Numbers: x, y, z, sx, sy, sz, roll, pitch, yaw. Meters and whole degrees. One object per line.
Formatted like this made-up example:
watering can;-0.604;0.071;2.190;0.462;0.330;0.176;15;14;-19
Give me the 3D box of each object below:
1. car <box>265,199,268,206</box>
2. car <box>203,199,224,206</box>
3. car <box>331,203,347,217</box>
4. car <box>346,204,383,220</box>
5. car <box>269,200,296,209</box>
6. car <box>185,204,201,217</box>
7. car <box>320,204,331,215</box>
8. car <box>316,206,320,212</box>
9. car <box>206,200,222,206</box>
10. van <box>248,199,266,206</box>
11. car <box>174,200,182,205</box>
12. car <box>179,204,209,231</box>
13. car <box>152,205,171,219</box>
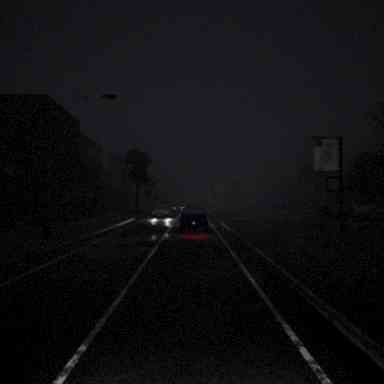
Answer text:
car;18.720;2.708;70.983;4.674;1.452;2.002;0;-1;0
car;6.136;3.176;92.326;5.366;1.575;1.946;0;-2;0
car;18.726;2.086;36.933;5.008;1.535;2.097;0;-1;0
car;18.715;2.072;33.784;4.674;1.452;2.002;0;-1;0
car;18.789;2.486;67.816;4.553;1.767;2.185;0;-1;0
car;0.120;2.214;41.518;1.837;1.490;4.892;0;-1;0
car;18.719;2.143;40.206;4.892;1.521;2.231;0;-1;0
car;18.726;2.237;43.481;4.674;1.452;2.002;0;-1;0
car;6.330;3.153;95.248;4.553;1.767;2.185;0;-2;0
van;18.477;2.939;91.778;4.442;1.987;1.878;0;-2;0
car;-3.218;2.693;78.552;1.812;1.442;4.674;0;-1;0
car;0.111;1.879;23.695;1.882;1.535;5.008;0;-1;0
car;-3.328;2.154;36.802;1.812;1.442;4.674;0;-1;0
